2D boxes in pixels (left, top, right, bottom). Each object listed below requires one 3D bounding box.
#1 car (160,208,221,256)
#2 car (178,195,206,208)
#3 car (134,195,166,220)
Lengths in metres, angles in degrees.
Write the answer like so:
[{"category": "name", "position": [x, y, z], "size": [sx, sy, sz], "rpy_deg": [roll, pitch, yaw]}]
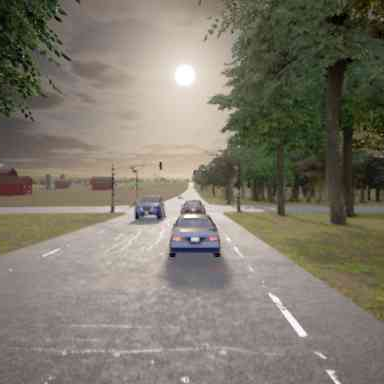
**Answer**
[{"category": "car", "position": [0.099, 1.563, 13.090], "size": [2.033, 1.411, 5.357], "rpy_deg": [0, 0, 0]}, {"category": "car", "position": [0.097, 1.419, 28.037], "size": [2.097, 1.767, 4.553], "rpy_deg": [0, 0, 0]}, {"category": "car", "position": [-3.547, 1.293, 28.948], "size": [2.150, 2.045, 5.566], "rpy_deg": [0, -1, 1]}]
